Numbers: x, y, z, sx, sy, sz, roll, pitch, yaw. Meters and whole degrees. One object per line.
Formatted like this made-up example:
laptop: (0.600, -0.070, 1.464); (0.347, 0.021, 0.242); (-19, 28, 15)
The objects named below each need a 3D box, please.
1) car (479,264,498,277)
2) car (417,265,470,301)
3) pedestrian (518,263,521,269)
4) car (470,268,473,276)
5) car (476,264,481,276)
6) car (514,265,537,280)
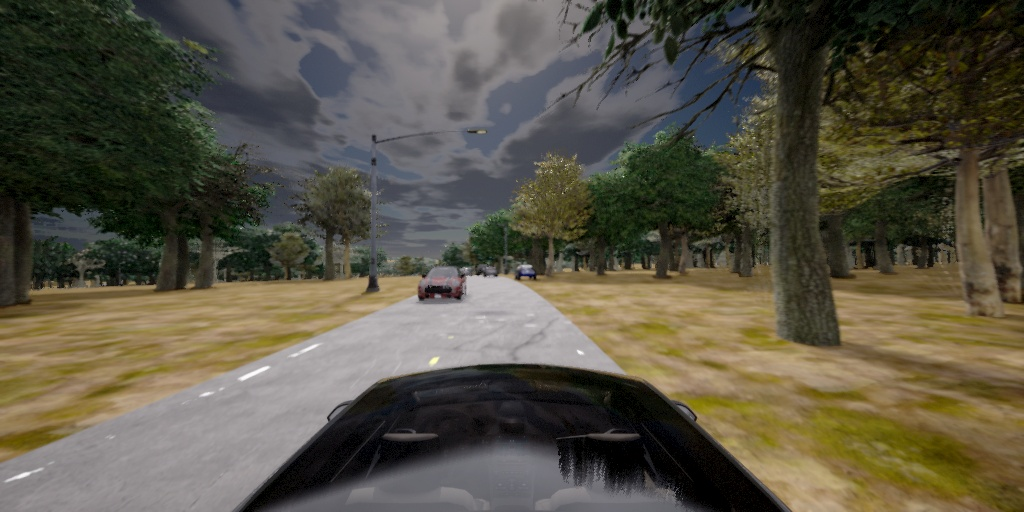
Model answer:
car: (-3.123, 2.247, 51.518); (2.128, 1.511, 4.902); (0, -2, -8)
car: (-3.534, 1.306, 18.849); (2.097, 1.767, 4.553); (0, -1, -3)
pedestrian: (0.822, 1.718, 41.953); (0.375, 1.860, 0.375); (-1, -1, -11)
car: (-7.544, 2.574, 59.617); (2.128, 1.511, 4.902); (0, -2, -8)
car: (-5.084, 2.465, 63.818); (2.150, 2.045, 5.566); (0, -2, -10)
car: (1.414, 1.718, 39.106); (2.163, 1.488, 4.792); (0, -2, -6)
